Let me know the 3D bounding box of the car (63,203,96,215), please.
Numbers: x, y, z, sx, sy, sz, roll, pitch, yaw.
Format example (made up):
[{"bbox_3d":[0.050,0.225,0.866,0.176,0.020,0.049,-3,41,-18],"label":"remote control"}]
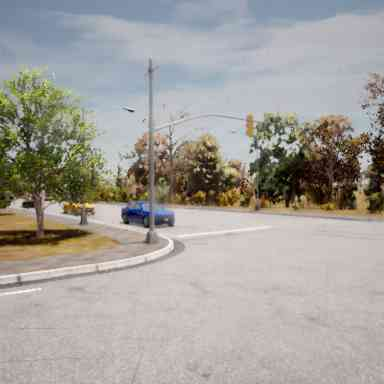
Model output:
[{"bbox_3d":[-11.045,1.425,32.547,1.882,1.535,5.008,-1,1,-38],"label":"car"}]

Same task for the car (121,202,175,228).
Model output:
[{"bbox_3d":[-2.999,1.413,22.103,1.882,1.535,5.008,-1,0,-36],"label":"car"}]

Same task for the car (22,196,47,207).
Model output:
[{"bbox_3d":[-22.735,1.629,47.468,1.895,1.301,4.718,-1,0,-38],"label":"car"}]

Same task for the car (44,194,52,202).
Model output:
[{"bbox_3d":[-37.709,1.820,86.716,1.895,1.301,4.718,0,0,-28],"label":"car"}]
